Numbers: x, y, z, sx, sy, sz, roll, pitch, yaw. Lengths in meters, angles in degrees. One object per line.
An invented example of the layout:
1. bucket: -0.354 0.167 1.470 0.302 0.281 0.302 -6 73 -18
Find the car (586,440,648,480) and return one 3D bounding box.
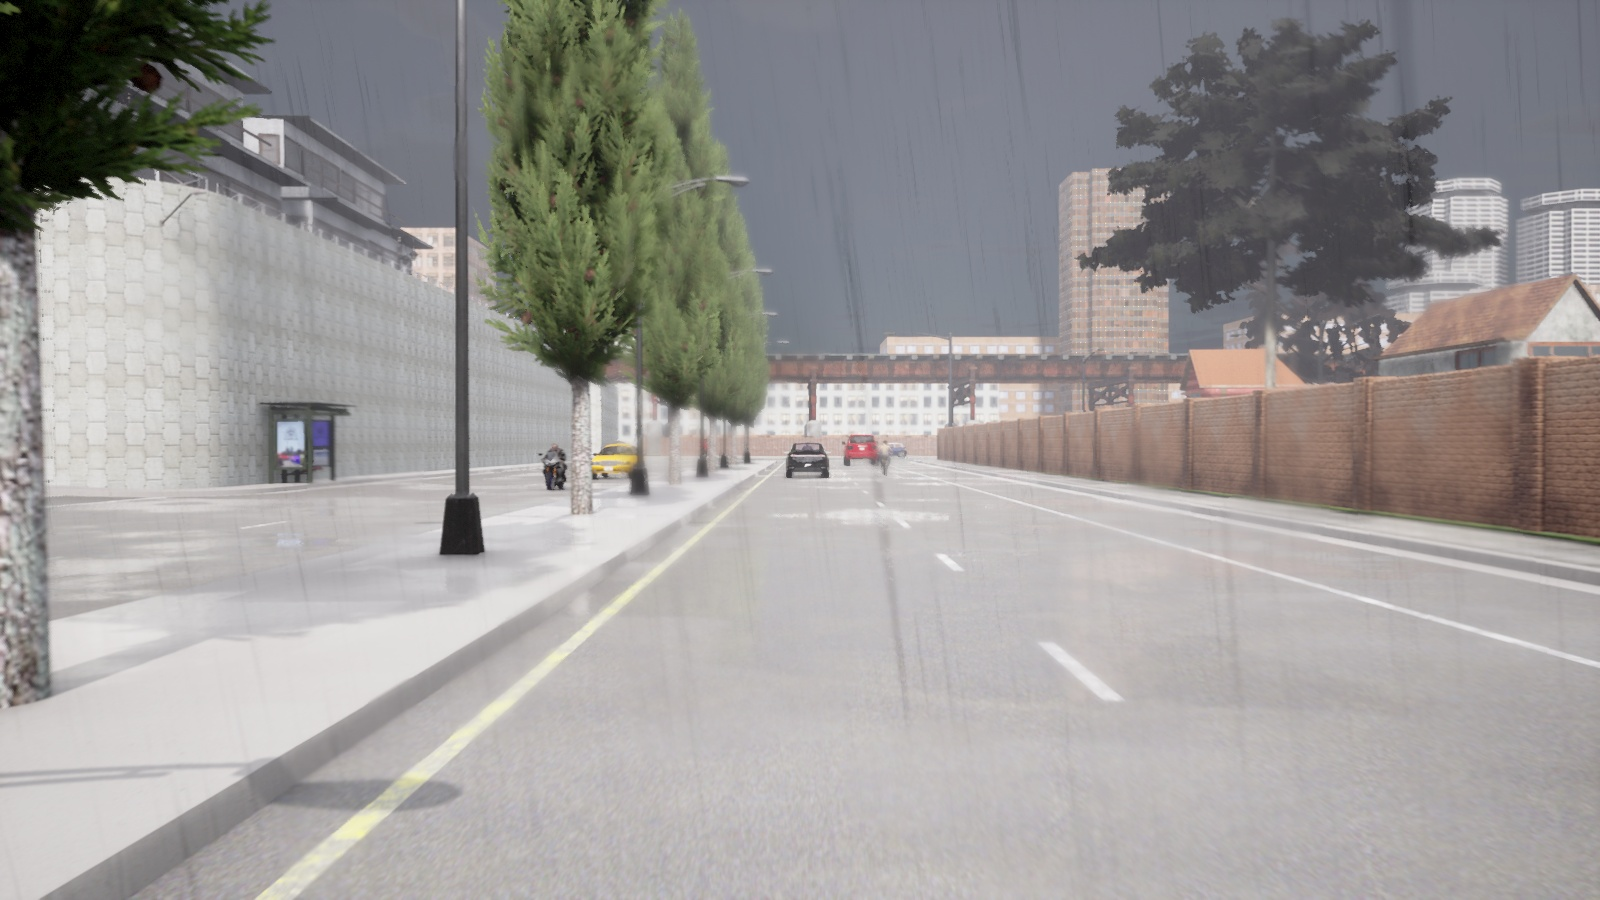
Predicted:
1. car: -7.668 0.380 53.056 1.801 1.575 5.366 0 0 0

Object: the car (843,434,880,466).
1. car: 3.984 0.005 82.288 2.150 2.045 5.566 0 0 0

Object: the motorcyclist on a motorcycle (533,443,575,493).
1. motorcyclist on a motorcycle: -7.759 0.552 39.681 0.866 1.530 2.191 0 0 0

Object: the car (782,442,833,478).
1. car: 0.328 0.393 54.944 2.128 1.511 4.902 0 0 0
